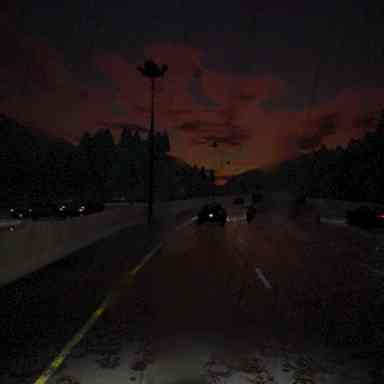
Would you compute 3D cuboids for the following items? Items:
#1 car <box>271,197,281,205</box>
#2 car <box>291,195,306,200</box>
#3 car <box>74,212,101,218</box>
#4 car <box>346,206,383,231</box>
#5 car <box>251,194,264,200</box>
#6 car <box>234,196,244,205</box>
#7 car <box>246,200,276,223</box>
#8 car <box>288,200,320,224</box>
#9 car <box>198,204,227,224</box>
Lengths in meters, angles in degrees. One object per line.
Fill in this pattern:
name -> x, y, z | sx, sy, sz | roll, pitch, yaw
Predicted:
car -> 16.152, 1.707, 64.103 | 1.882, 1.535, 5.008 | 1, 0, 12
car -> 18.443, 1.480, 57.761 | 2.150, 2.045, 5.566 | 1, 0, 12
car -> -8.860, 1.241, 27.091 | 2.097, 1.767, 4.553 | 1, 0, 8
car -> 11.631, 1.651, 21.737 | 2.128, 1.511, 4.902 | 1, 0, 7
car -> 12.733, 1.406, 64.726 | 2.150, 2.045, 5.566 | 1, 0, 12
car -> 9.206, 1.642, 65.113 | 1.837, 1.490, 4.892 | 1, 0, 12
car -> 5.272, 1.602, 26.399 | 1.812, 1.442, 4.674 | 1, 0, 8
car -> 8.814, 1.649, 26.407 | 1.812, 1.442, 4.674 | 1, 0, 8
car -> 1.565, 1.591, 24.848 | 1.994, 1.385, 4.181 | 1, 0, 7
